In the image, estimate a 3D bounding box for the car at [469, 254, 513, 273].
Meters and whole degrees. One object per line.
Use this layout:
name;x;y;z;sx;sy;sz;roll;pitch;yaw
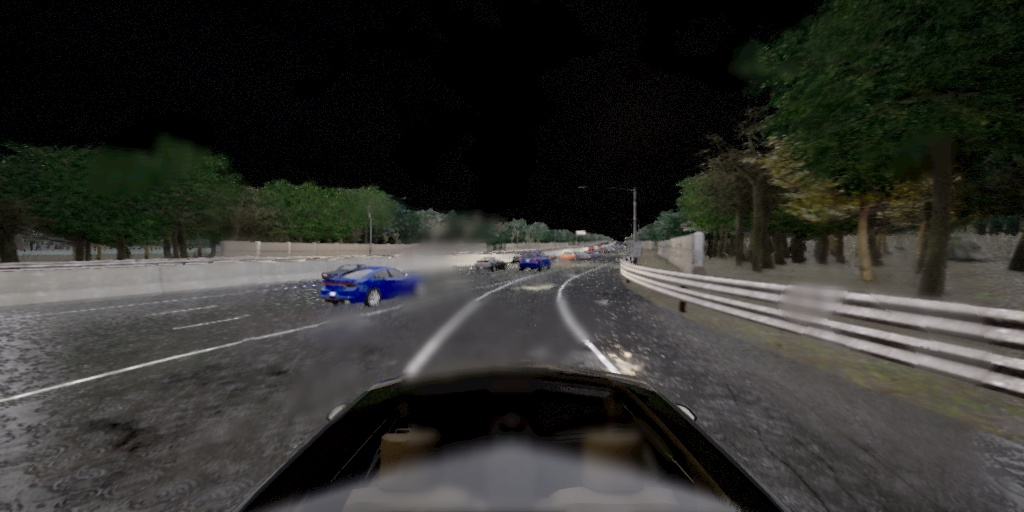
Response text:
car;-1.968;0.833;35.257;2.128;1.511;4.902;0;1;20

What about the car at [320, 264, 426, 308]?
car;-5.654;1.178;15.333;1.882;1.535;5.008;0;1;20

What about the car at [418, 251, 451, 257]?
car;-12.222;0.181;57.970;2.150;2.045;5.566;0;1;21

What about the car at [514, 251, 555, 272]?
car;2.454;0.521;37.094;2.150;2.045;5.566;0;1;20

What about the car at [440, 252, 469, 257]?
car;-8.915;0.478;56.859;1.837;1.490;4.892;0;1;21

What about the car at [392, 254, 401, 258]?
car;-18.792;0.456;60.369;1.812;1.442;4.674;0;1;21

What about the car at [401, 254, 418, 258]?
car;-15.502;0.440;59.201;2.128;1.511;4.902;0;1;21
